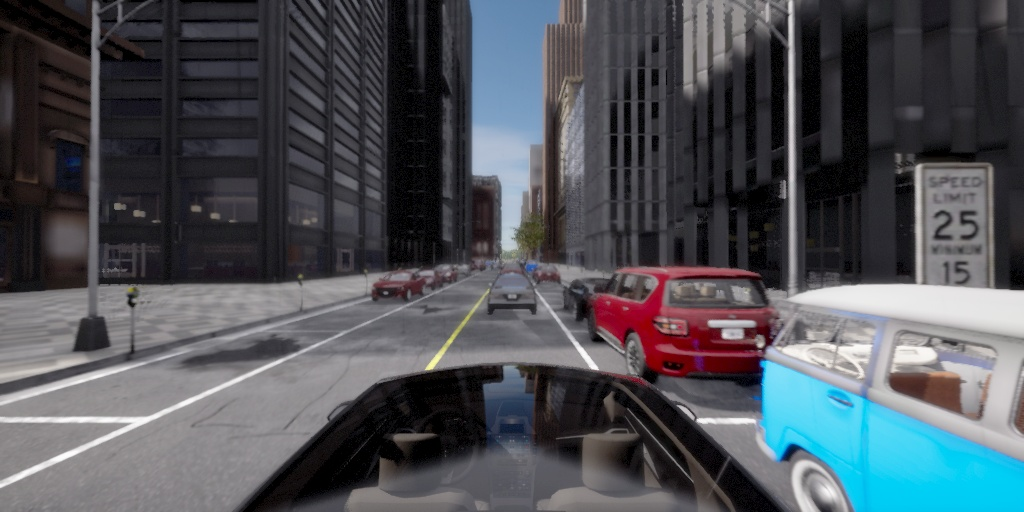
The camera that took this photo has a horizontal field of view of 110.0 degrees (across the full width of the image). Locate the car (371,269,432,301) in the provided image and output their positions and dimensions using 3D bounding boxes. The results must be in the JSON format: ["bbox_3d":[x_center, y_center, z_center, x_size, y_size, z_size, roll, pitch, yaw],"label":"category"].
[{"bbox_3d":[-5.664,1.440,18.331,1.888,1.381,4.507,0,0,0],"label":"car"}]

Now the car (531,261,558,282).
[{"bbox_3d":[2.865,1.432,29.583,1.967,1.591,4.097,0,0,0],"label":"car"}]

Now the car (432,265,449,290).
[{"bbox_3d":[-5.662,1.526,23.970,1.802,1.307,4.207,0,0,0],"label":"car"}]

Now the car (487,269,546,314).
[{"bbox_3d":[0.013,1.409,14.396,2.033,1.411,5.357,0,0,0],"label":"car"}]

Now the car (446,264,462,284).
[{"bbox_3d":[-5.661,1.432,29.610,1.967,1.591,4.097,0,0,0],"label":"car"}]

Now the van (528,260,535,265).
[{"bbox_3d":[2.871,1.515,52.143,1.690,1.789,3.998,0,0,0],"label":"van"}]

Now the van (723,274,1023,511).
[{"bbox_3d":[2.857,1.088,1.383,1.690,1.789,3.998,0,0,0],"label":"van"}]

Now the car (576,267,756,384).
[{"bbox_3d":[2.858,1.112,7.024,2.192,1.841,5.009,0,0,0],"label":"car"}]

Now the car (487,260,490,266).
[{"bbox_3d":[-5.651,1.568,63.448,2.192,1.841,5.009,0,0,0],"label":"car"}]

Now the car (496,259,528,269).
[{"bbox_3d":[0.028,1.349,30.283,2.097,1.767,4.553,0,-1,0],"label":"car"}]

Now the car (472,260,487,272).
[{"bbox_3d":[-5.653,1.529,57.808,2.192,1.841,5.009,0,0,0],"label":"car"}]

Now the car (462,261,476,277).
[{"bbox_3d":[-5.657,1.637,40.888,2.007,1.370,4.403,0,0,0],"label":"car"}]

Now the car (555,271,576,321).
[{"bbox_3d":[2.860,1.412,12.664,1.948,1.339,4.313,0,0,0],"label":"car"}]

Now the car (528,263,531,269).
[{"bbox_3d":[2.867,1.622,35.224,1.802,1.307,4.207,0,0,0],"label":"car"}]
